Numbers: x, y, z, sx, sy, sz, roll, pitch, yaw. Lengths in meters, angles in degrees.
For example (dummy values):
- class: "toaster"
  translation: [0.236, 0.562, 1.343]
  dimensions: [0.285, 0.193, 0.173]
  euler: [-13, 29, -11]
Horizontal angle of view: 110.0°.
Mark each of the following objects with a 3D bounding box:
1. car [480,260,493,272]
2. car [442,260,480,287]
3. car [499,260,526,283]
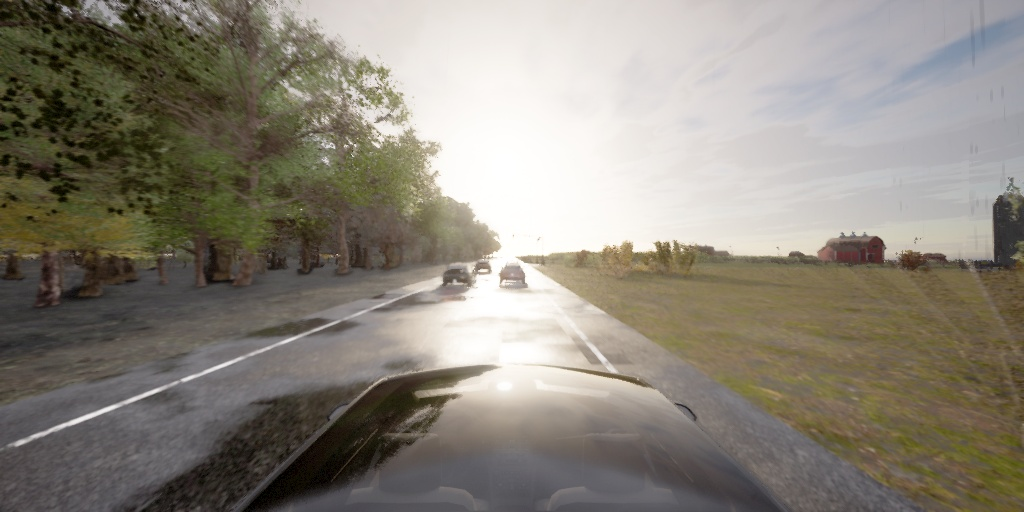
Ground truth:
- class: "car"
  translation: [-3.434, 1.185, 44.595]
  dimensions: [1.837, 1.490, 4.892]
  euler: [0, 1, 0]
- class: "car"
  translation: [-3.482, 1.222, 24.367]
  dimensions: [1.837, 1.490, 4.892]
  euler: [0, 1, 0]
- class: "car"
  translation: [0.040, 1.275, 27.372]
  dimensions: [1.994, 1.385, 4.181]
  euler: [0, 0, 0]
